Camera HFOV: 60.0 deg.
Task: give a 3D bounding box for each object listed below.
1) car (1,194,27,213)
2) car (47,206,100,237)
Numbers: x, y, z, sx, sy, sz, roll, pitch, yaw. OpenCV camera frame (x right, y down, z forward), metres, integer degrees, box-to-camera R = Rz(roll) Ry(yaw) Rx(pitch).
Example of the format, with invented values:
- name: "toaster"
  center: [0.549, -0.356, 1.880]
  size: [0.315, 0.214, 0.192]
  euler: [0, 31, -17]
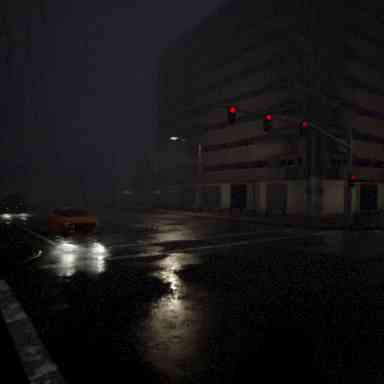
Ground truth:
- name: "car"
  center: [-20.702, 1.308, 38.595]
  size: [2.150, 2.045, 5.566]
  euler: [0, 0, -35]
- name: "car"
  center: [-6.805, 1.569, 18.834]
  size: [1.882, 1.535, 5.008]
  euler: [0, 0, -35]
